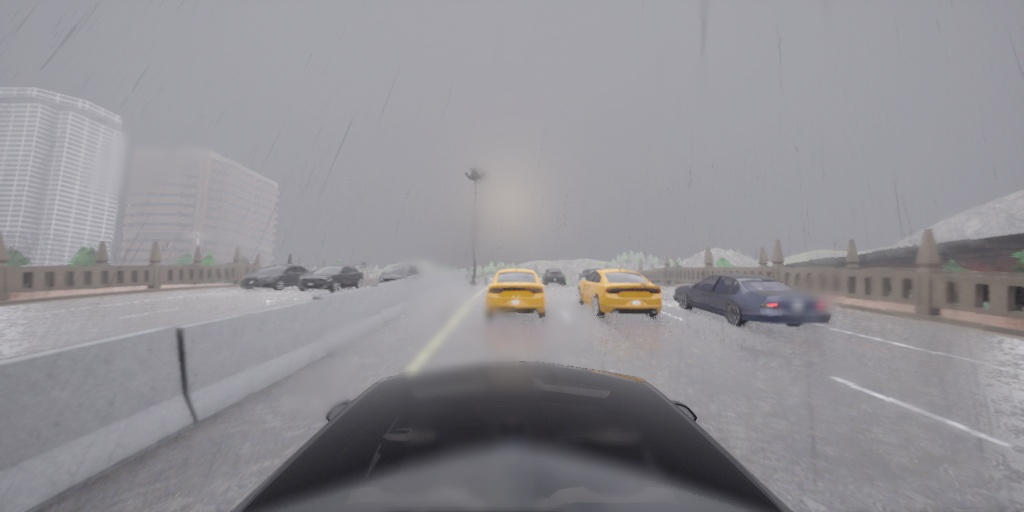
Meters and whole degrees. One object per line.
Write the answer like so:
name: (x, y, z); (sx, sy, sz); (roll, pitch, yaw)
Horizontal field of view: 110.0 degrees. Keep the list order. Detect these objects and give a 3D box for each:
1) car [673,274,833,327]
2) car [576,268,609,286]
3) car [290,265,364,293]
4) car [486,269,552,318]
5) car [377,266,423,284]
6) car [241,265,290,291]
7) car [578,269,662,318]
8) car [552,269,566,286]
car: (7.140, 1.287, 11.451); (2.033, 1.411, 5.357); (0, 0, 0)
car: (7.252, 1.967, 32.796); (1.837, 1.490, 4.892); (0, -4, 0)
car: (-10.500, 1.266, 21.211); (1.882, 1.535, 5.008); (0, -2, 0)
car: (0.149, 1.195, 12.952); (1.882, 1.535, 5.008); (0, 0, 0)
car: (-6.987, 1.358, 22.958); (1.837, 1.490, 4.892); (0, -2, 0)
car: (-13.996, 1.297, 21.782); (1.837, 1.490, 4.892); (0, -2, 0)
car: (3.648, 1.205, 12.944); (1.882, 1.535, 5.008); (0, 0, 0)
car: (3.752, 1.959, 32.840); (1.837, 1.490, 4.892); (0, -4, 0)
